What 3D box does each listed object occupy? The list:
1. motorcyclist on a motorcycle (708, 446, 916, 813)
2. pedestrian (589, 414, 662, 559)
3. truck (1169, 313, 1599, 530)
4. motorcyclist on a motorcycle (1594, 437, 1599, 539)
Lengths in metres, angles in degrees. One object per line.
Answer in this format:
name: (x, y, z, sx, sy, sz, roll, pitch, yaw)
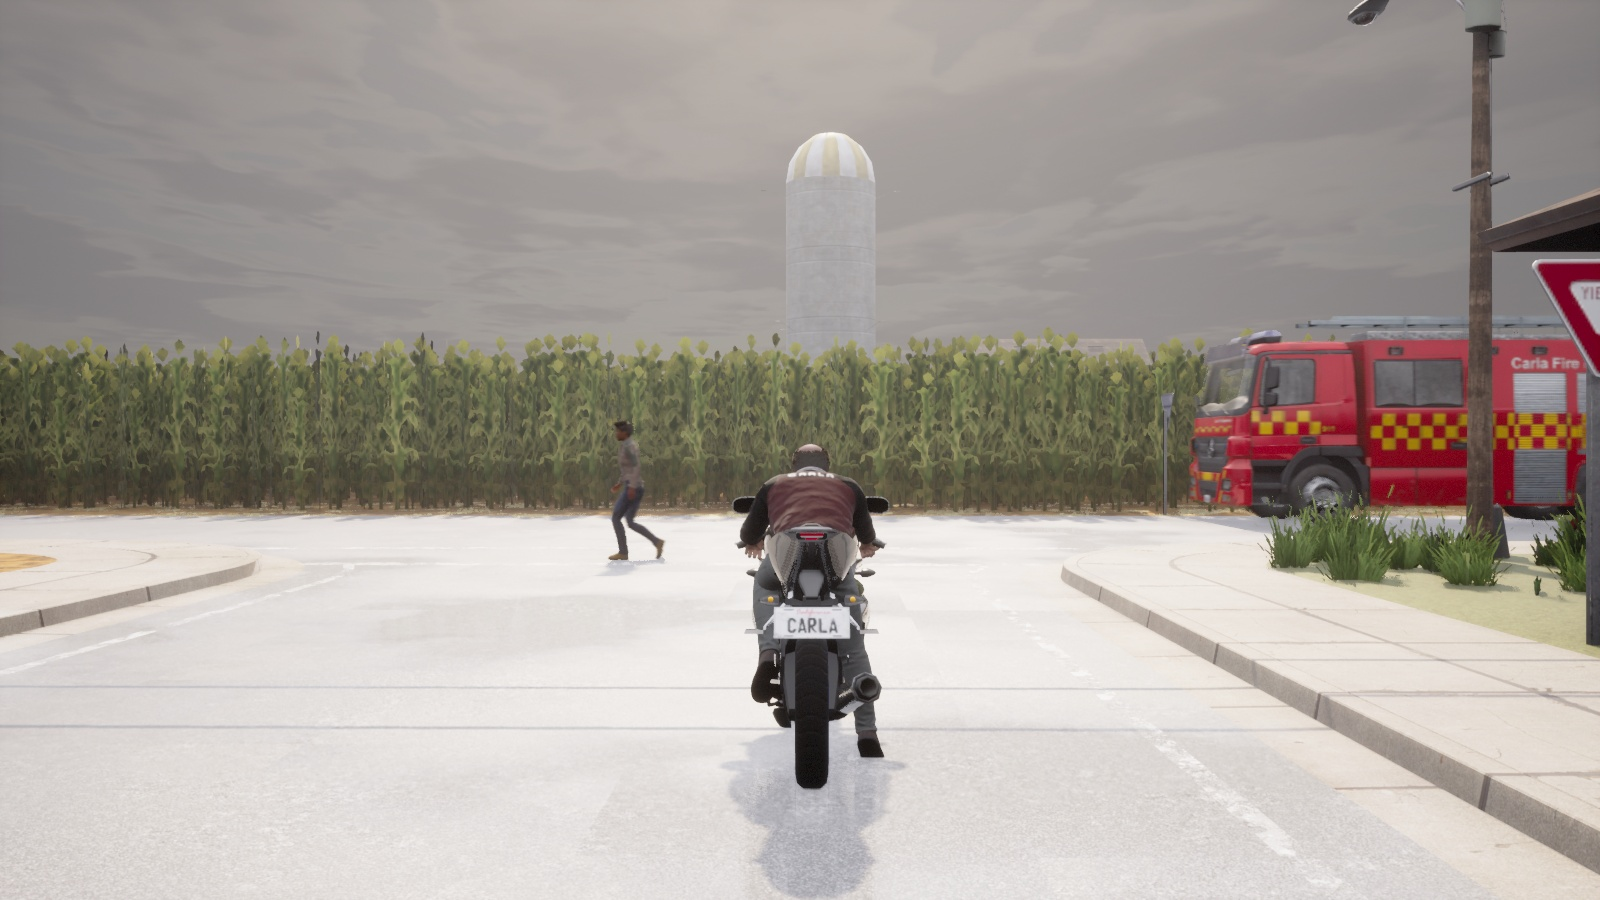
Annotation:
motorcyclist on a motorcycle: (0.055, 0.746, 6.339, 0.866, 1.530, 2.191, 0, 0, 0)
pedestrian: (-2.189, 0.457, 15.820, 0.869, 1.805, 0.328, 0, 0, 2)
truck: (11.625, -0.516, 23.696, 8.468, 3.827, 2.891, 0, 0, 1)
motorcyclist on a motorcycle: (14.167, 0.621, 20.144, 2.350, 1.649, 0.766, 0, 0, 1)
